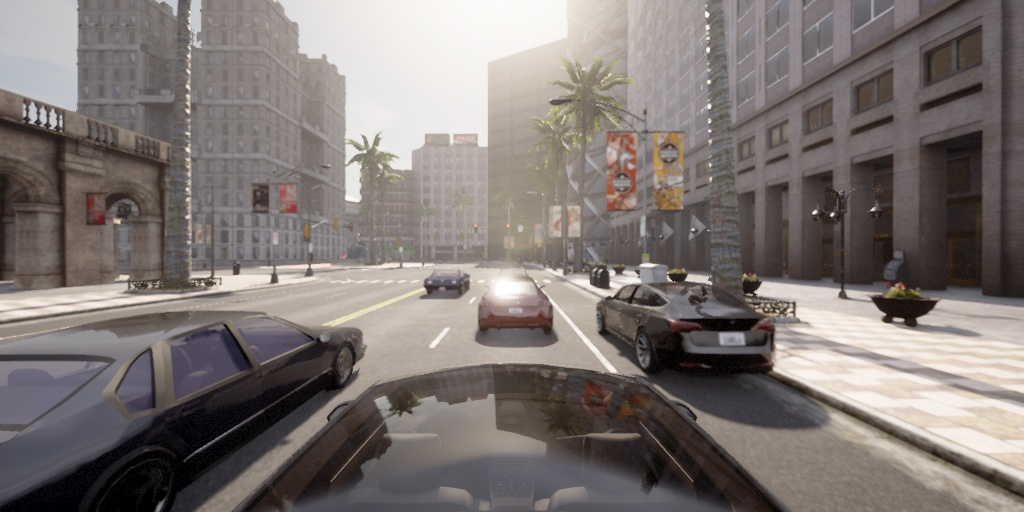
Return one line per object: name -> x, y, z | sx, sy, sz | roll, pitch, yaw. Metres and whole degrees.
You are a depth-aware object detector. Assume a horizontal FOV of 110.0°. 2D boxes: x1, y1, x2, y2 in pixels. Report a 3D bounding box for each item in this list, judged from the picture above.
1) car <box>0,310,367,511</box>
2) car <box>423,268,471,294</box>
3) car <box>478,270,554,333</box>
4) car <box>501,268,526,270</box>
car -> -3.403, 1.294, 3.716 | 2.033, 1.411, 5.357 | 0, 0, 0
car -> -3.423, 1.319, 19.819 | 1.895, 1.301, 4.718 | 0, 0, 0
car -> 0.089, 1.297, 10.724 | 1.994, 1.385, 4.181 | 0, 0, 0
car -> 0.078, 1.319, 19.865 | 1.895, 1.301, 4.718 | 0, 0, 0
